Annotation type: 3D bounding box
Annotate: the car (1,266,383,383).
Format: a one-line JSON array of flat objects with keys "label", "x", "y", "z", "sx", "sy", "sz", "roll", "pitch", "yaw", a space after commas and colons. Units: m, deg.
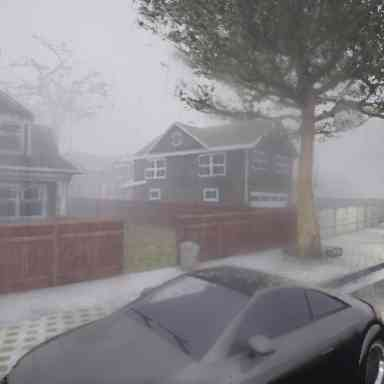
[{"label": "car", "x": 0.324, "y": 1.585, "z": 3.520, "sx": 4.181, "sy": 1.385, "sz": 1.994, "roll": 0, "pitch": 0, "yaw": -38}]
